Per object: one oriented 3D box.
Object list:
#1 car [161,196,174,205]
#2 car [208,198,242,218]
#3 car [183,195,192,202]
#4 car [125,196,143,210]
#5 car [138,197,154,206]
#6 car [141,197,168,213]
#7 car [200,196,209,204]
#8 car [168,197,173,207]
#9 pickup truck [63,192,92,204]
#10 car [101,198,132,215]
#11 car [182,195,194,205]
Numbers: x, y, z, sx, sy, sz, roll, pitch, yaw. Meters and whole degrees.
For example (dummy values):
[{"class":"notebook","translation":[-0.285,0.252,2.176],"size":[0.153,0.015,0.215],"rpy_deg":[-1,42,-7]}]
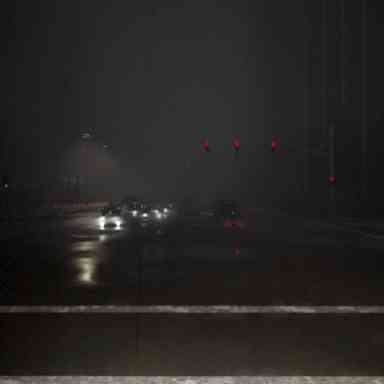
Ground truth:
[{"class":"car","translation":[-4.352,1.541,60.511],"size":[2.033,1.411,5.357],"rpy_deg":[0,0,0]},{"class":"car","translation":[3.116,1.488,30.029],"size":[2.128,1.511,4.902],"rpy_deg":[0,0,-7]},{"class":"car","translation":[-0.952,1.470,75.501],"size":[1.882,1.535,5.008],"rpy_deg":[0,0,-1]},{"class":"car","translation":[-7.708,1.349,41.927],"size":[2.097,1.767,4.553],"rpy_deg":[0,0,0]},{"class":"car","translation":[-7.841,1.542,56.745],"size":[2.033,1.411,5.357],"rpy_deg":[0,0,0]},{"class":"car","translation":[-4.167,1.522,37.297],"size":[1.812,1.442,4.674],"rpy_deg":[0,0,2]},{"class":"car","translation":[2.647,1.519,65.504],"size":[1.812,1.442,4.674],"rpy_deg":[0,0,-1]},{"class":"car","translation":[-4.256,1.487,47.324],"size":[2.128,1.511,4.902],"rpy_deg":[0,0,0]},{"class":"pickup truck","translation":[-20.922,1.053,60.133],"size":[2.390,2.098,6.274],"rpy_deg":[0,0,30]},{"class":"car","translation":[-7.614,1.598,33.157],"size":[1.895,1.301,4.718],"rpy_deg":[0,0,-1]},{"class":"car","translation":[-0.688,1.346,59.037],"size":[2.097,1.767,4.553],"rpy_deg":[0,0,-1]}]
